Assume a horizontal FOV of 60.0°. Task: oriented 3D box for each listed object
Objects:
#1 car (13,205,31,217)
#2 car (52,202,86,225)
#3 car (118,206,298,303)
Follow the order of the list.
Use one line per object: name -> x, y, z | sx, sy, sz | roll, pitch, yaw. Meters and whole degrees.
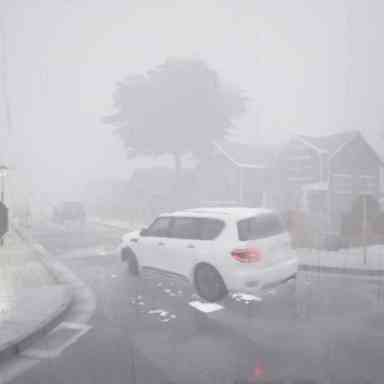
car -> -22.404, 2.490, 43.666 | 1.837, 1.490, 4.892 | 1, -1, -31
car -> -11.573, 1.927, 31.164 | 2.150, 2.045, 5.566 | 1, -2, -31
car -> 0.084, 1.457, 9.064 | 2.150, 2.045, 5.566 | -5, 2, -41
